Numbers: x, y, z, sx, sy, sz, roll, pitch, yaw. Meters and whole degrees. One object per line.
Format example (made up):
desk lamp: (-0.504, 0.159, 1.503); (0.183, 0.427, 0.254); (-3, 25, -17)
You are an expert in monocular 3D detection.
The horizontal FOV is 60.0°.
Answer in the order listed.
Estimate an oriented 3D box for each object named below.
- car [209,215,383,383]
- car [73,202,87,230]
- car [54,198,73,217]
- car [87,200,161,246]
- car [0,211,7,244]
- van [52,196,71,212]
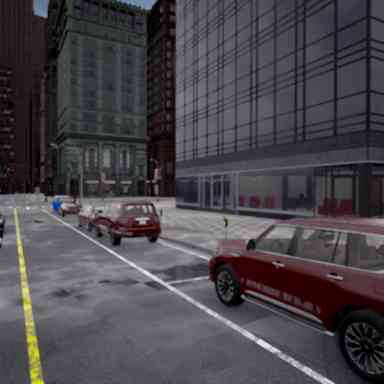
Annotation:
car: (2.237, 1.311, 5.560); (2.192, 1.841, 5.009); (0, 0, -28)
car: (-5.805, 1.418, 20.477); (1.967, 1.590, 4.097); (0, 0, -28)
car: (-11.165, 1.541, 30.422); (1.802, 1.307, 4.206); (0, 0, -28)
car: (-3.125, 1.300, 15.504); (2.192, 1.841, 5.009); (0, 0, -28)
car: (-10.392, 1.582, 16.651); (1.895, 1.301, 4.718); (0, 0, -28)
van: (-13.847, 1.288, 35.394); (1.690, 1.788, 3.998); (0, 0, -28)
